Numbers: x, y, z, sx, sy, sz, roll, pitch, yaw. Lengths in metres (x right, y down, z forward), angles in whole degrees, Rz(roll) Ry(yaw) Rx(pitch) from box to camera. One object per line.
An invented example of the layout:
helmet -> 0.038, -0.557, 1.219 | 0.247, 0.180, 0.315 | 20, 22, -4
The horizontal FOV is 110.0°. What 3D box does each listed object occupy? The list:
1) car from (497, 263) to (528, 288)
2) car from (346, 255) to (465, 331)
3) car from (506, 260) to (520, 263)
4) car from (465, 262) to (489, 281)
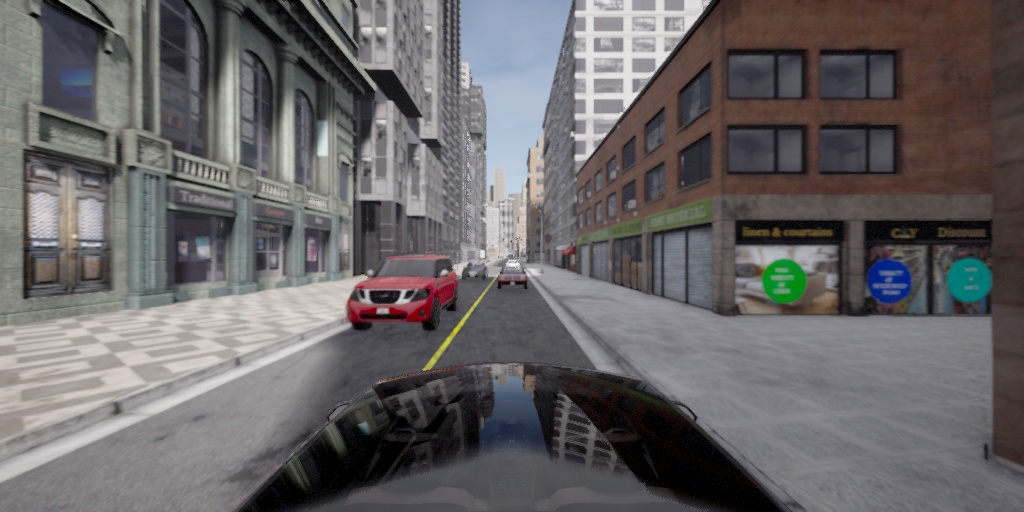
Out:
car -> 0.056, 1.345, 23.334 | 1.895, 1.301, 4.718 | 0, 0, 1
car -> -3.078, 0.970, 11.388 | 2.150, 2.045, 5.566 | 0, 0, 1
car -> 0.111, 1.248, 46.604 | 1.812, 1.442, 4.674 | 0, 0, 0
car -> -3.035, 1.230, 30.311 | 2.128, 1.511, 4.902 | 0, 0, 0
